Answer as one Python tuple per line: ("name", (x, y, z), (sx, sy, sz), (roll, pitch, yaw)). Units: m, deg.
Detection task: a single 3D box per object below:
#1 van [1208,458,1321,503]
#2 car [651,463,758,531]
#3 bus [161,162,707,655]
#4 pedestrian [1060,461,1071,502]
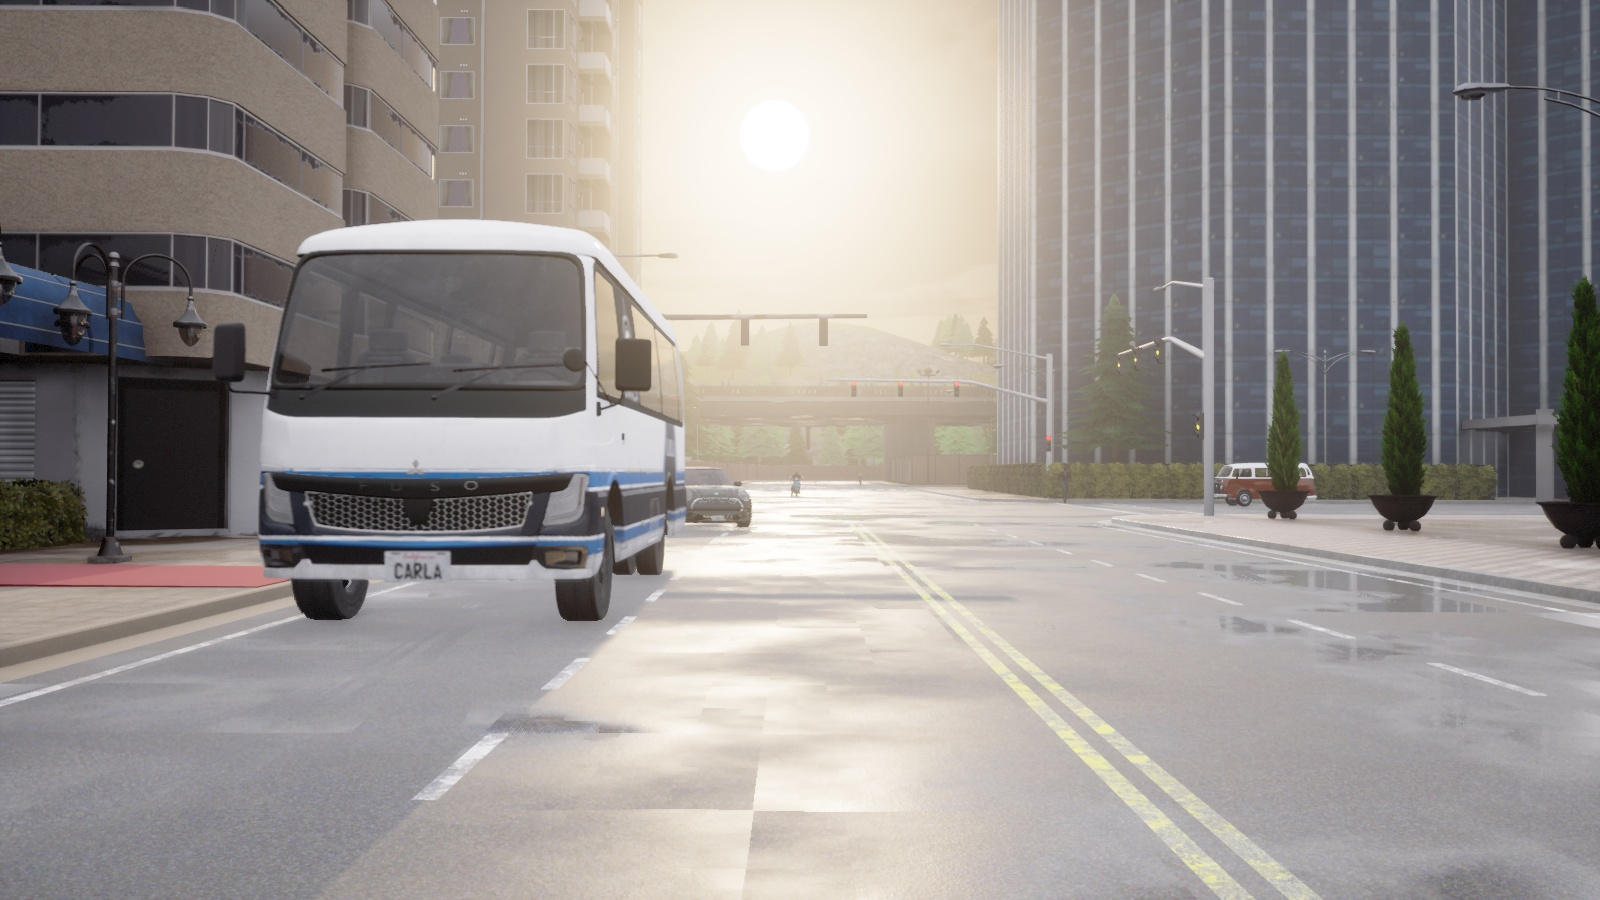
("van", (21.638, 1.433, 58.627), (4.480, 2.038, 2.069), (0, -1, -1))
("car", (-2.754, 1.273, 35.160), (2.097, 1.767, 4.553), (0, -1, -16))
("bus", (-3.545, -0.280, 16.002), (3.944, 4.253, 10.273), (0, -1, 0))
("pedestrian", (12.846, 1.520, 60.762), (0.402, 1.930, 0.666), (0, -1, 0))
